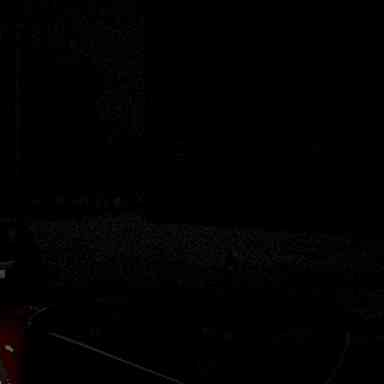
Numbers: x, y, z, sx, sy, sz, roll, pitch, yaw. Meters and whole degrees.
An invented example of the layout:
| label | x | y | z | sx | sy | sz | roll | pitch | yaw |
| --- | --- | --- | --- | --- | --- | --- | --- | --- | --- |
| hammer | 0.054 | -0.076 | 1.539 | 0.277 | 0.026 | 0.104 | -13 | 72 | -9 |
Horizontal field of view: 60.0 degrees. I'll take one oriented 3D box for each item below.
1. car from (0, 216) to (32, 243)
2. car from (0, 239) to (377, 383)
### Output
| label | x | y | z | sx | sy | sz | roll | pitch | yaw |
| --- | --- | --- | --- | --- | --- | --- | --- | --- | --- |
| car | -4.912 | 1.363 | 6.461 | 5.009 | 1.841 | 2.192 | 0 | 0 | 35 |
| car | -0.483 | 1.454 | 3.306 | 4.097 | 1.590 | 1.967 | 0 | 0 | 35 |
